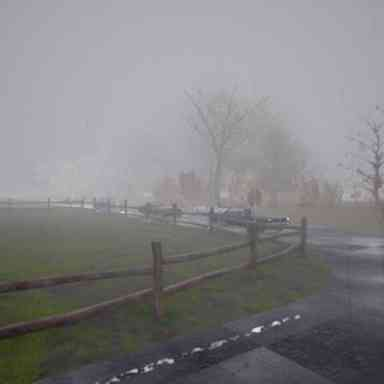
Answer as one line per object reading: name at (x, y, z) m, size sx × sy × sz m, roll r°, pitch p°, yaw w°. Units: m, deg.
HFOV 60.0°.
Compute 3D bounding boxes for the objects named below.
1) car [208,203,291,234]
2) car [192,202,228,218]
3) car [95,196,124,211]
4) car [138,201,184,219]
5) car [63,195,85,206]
car at (3.284, 1.515, 19.033) m, size 1.895 × 1.301 × 4.718 m, roll -1°, pitch 1°, yaw -36°
car at (2.035, 1.443, 25.984) m, size 1.895 × 1.301 × 4.718 m, roll -1°, pitch 1°, yaw -36°
car at (-9.103, 1.244, 36.494) m, size 2.128 × 1.511 × 4.902 m, roll -1°, pitch 1°, yaw -35°
car at (-2.556, 1.439, 27.262) m, size 1.895 × 1.301 × 4.718 m, roll -1°, pitch 1°, yaw -35°
car at (-16.938, 1.194, 47.647) m, size 2.033 × 1.411 × 5.357 m, roll -1°, pitch 1°, yaw -35°
